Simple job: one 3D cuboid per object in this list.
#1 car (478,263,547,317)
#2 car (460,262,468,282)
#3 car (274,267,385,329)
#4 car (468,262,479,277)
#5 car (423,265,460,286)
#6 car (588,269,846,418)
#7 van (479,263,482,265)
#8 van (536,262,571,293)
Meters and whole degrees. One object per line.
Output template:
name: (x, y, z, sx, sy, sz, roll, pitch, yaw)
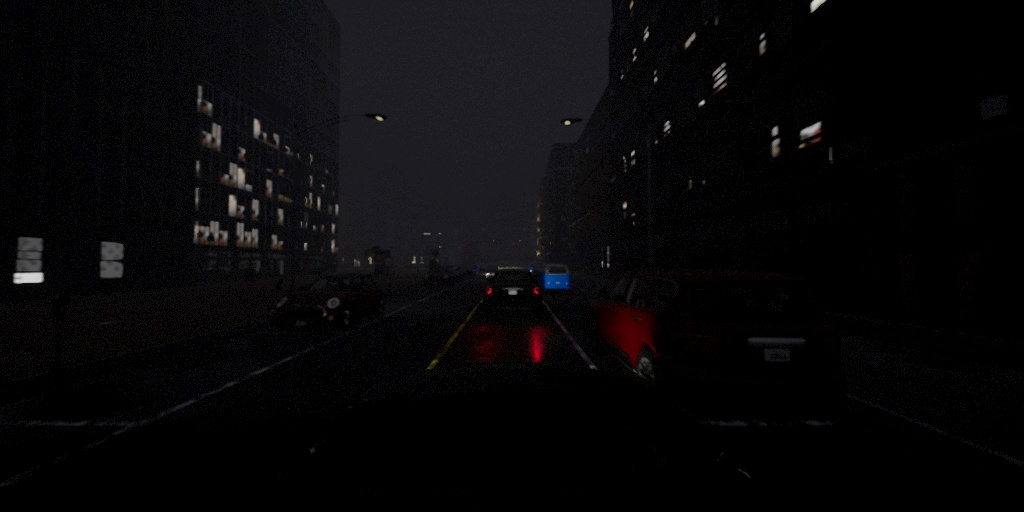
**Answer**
car: (0.043, 1.265, 14.094, 2.097, 1.767, 4.553, 0, -1, 0)
car: (-5.662, 1.612, 34.223, 1.967, 1.591, 4.097, 0, 0, 0)
car: (-5.695, 1.321, 11.641, 1.967, 1.591, 4.097, 0, 0, 0)
car: (-5.664, 1.857, 45.514, 1.888, 1.381, 4.507, 0, 0, 0)
car: (-5.667, 1.541, 28.577, 1.967, 1.591, 4.097, 0, 0, 0)
car: (2.690, 1.122, 6.026, 2.192, 1.841, 5.009, 0, 0, 0)
van: (-5.665, 1.722, 51.159, 1.690, 1.789, 3.998, 0, 0, 0)
van: (2.688, 1.370, 22.964, 1.690, 1.789, 3.998, 0, 0, 0)
